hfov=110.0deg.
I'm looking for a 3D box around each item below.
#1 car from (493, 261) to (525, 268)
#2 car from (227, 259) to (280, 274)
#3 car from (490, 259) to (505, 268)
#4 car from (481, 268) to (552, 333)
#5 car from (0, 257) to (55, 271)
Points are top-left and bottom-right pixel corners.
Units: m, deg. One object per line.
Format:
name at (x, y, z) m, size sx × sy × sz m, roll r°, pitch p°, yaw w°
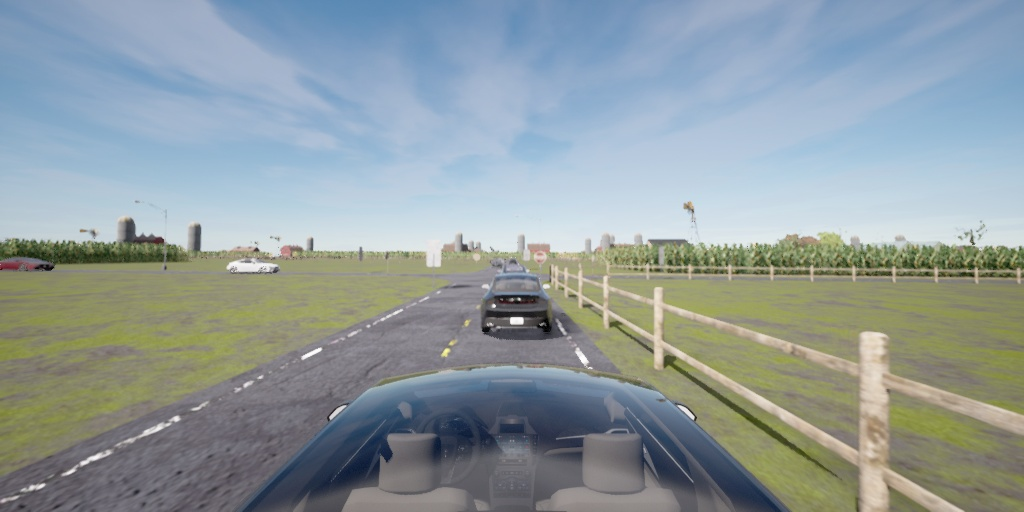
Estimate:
car at (0.109, 1.265, 22.640) m, size 2.128 × 1.511 × 4.902 m, roll 0°, pitch 0°, yaw -1°
car at (-25.589, 1.022, 35.558) m, size 4.674 × 1.442 × 1.812 m, roll 1°, pitch -1°, yaw 0°
car at (-2.666, 1.287, 62.358) m, size 1.837 × 1.490 × 4.892 m, roll 0°, pitch 0°, yaw 1°
car at (0.121, 1.267, 10.815) m, size 1.837 × 1.490 × 4.892 m, roll 0°, pitch 0°, yaw 0°
car at (-48.556, 0.830, 35.765) m, size 4.181 × 1.385 × 1.994 m, roll 0°, pitch -1°, yaw 1°
